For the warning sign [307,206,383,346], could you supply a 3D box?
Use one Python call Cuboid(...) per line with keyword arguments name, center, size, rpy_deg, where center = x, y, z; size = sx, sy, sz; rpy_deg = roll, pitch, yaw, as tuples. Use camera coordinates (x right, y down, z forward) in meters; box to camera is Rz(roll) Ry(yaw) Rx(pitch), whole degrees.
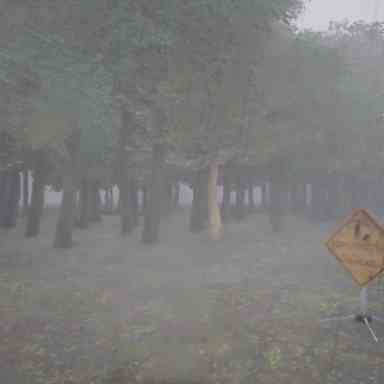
Cuboid(name="warning sign", center=(2.702, 1.158, 5.261), size=(1.060, 1.860, 1.300), rpy_deg=(2, -2, -36))
